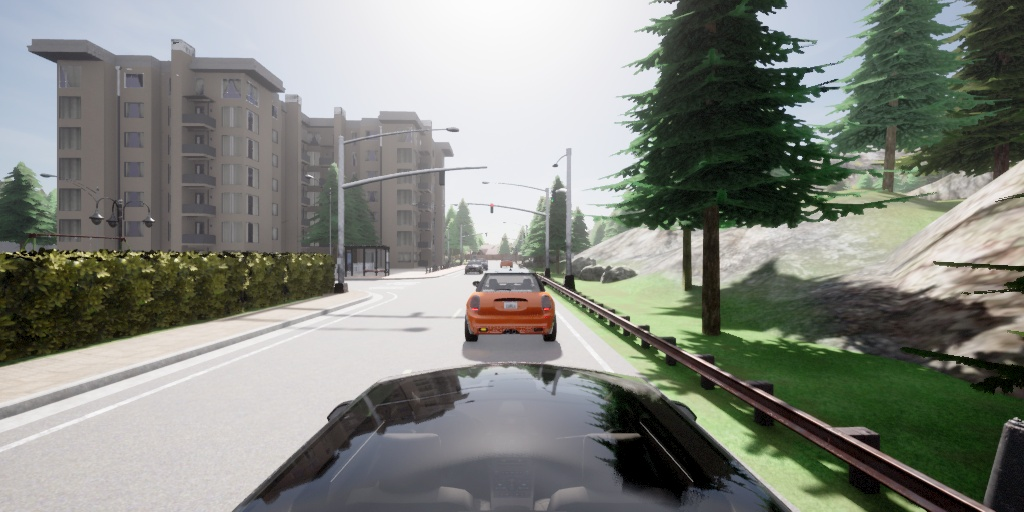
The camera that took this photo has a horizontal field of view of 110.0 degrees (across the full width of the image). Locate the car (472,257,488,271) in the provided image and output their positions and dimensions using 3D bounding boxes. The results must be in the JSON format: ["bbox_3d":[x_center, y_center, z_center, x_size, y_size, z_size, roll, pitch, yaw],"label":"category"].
[{"bbox_3d":[-4.448,1.102,50.672,2.097,1.767,4.553,0,0,-2],"label":"car"}]

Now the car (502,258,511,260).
[{"bbox_3d":[-0.926,1.102,61.232,2.097,1.767,4.553,0,0,-1],"label":"car"}]

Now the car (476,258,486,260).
[{"bbox_3d":[-4.265,1.255,40.761,1.837,1.490,4.892,0,0,-1],"label":"car"}]

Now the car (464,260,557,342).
[{"bbox_3d":[-0.052,1.102,9.975,2.097,1.767,4.553,0,0,-1],"label":"car"}]
